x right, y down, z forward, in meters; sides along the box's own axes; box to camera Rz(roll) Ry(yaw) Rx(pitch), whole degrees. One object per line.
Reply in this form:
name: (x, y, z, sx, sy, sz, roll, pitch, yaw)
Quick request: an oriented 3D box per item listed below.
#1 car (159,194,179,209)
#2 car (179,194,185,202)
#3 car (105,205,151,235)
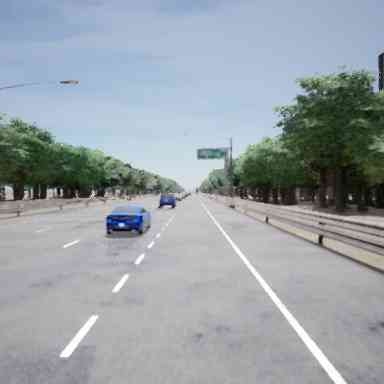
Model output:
car: (-3.383, 1.224, 46.858, 2.150, 2.045, 5.566, 0, 0, 0)
car: (-3.197, 1.569, 78.019, 1.895, 1.301, 4.718, 0, 0, 0)
car: (-3.481, 1.482, 18.910, 1.882, 1.535, 5.008, 0, 0, 0)
